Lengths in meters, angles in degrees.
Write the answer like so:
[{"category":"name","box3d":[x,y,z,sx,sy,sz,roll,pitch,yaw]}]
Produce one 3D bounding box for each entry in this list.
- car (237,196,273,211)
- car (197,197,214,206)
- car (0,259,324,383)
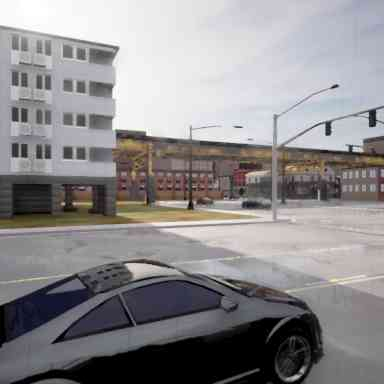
[{"category":"car","box3d":[8.437,1.574,42.727,2.033,1.411,5.357,0,0,-25]},{"category":"car","box3d":[2.157,1.555,56.706,1.812,1.442,4.674,0,0,-18]},{"category":"car","box3d":[-0.395,1.566,4.042,4.181,1.385,1.994,0,0,-30]}]
